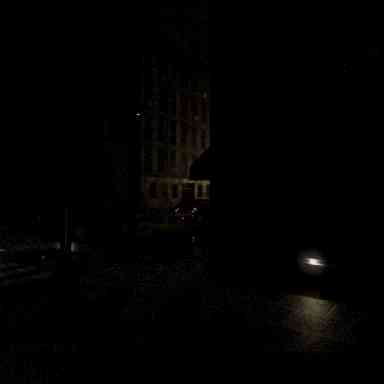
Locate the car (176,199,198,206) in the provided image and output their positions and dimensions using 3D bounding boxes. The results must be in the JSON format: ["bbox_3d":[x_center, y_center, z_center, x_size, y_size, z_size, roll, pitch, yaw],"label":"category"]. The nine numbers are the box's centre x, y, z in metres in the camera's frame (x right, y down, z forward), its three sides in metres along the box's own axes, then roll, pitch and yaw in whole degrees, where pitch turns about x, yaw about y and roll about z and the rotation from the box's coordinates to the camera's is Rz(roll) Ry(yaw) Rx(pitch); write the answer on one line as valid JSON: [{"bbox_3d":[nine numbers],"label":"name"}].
[{"bbox_3d":[0.605,1.321,25.996,2.097,1.767,4.553,0,0,35],"label":"car"}]

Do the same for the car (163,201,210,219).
[{"bbox_3d":[-0.402,1.521,28.961,1.947,1.339,4.313,0,0,36],"label":"car"}]

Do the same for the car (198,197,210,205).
[{"bbox_3d":[2.826,1.314,19.667,2.192,1.841,5.009,0,0,36],"label":"car"}]

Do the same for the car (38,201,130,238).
[{"bbox_3d":[-5.229,1.457,17.827,1.882,1.535,5.008,0,0,34],"label":"car"}]

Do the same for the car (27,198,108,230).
[{"bbox_3d":[-7.001,1.282,19.718,2.192,1.841,5.009,0,0,36],"label":"car"}]

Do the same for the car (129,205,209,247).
[{"bbox_3d":[-0.378,1.530,15.185,1.752,1.417,4.829,0,0,36],"label":"car"}]
